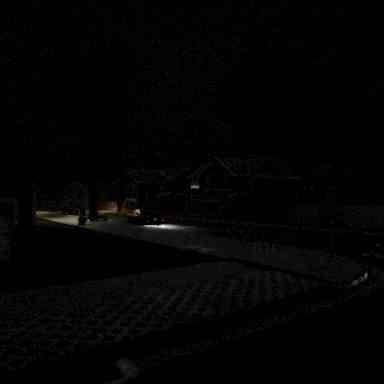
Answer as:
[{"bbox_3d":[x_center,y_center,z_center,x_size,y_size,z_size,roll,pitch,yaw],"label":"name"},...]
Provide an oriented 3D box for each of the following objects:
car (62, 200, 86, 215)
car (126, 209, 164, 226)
[{"bbox_3d":[-16.957,2.227,47.684,2.150,2.045,5.566,0,-1,-35],"label":"car"},{"bbox_3d":[-4.223,2.180,29.526,1.994,1.385,4.181,0,-1,-35],"label":"car"}]
